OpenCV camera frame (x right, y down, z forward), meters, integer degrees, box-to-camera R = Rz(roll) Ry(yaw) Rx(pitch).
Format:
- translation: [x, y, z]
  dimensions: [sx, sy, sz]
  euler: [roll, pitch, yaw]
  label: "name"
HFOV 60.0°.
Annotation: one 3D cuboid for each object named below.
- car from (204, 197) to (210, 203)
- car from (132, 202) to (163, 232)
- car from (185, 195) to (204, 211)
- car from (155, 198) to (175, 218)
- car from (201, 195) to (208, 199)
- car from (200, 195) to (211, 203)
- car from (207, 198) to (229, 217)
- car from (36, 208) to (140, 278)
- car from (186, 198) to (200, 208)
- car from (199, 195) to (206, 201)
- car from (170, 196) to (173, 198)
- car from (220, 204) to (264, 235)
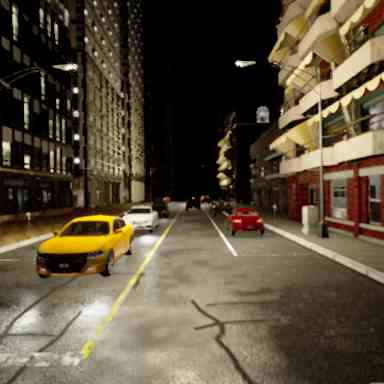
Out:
- translation: [2.747, 1.514, 36.493]
  dimensions: [2.008, 1.369, 4.403]
  euler: [-1, 0, 0]
  label: "car"
- translation: [-3.079, 1.577, 20.311]
  dimensions: [1.812, 1.442, 4.674]
  euler: [-1, 0, 0]
  label: "car"
- translation: [0.162, 1.525, 40.688]
  dimensions: [1.837, 1.490, 4.892]
  euler: [-1, 0, 0]
  label: "car"
- translation: [-3.047, 1.615, 30.951]
  dimensions: [2.033, 1.411, 5.357]
  euler: [-1, 0, 0]
  label: "car"
- translation: [2.805, 1.596, 64.736]
  dimensions: [1.802, 1.307, 4.206]
  euler: [-1, 0, 0]
  label: "car"
- translation: [2.813, 1.466, 70.385]
  dimensions: [1.967, 1.590, 4.097]
  euler: [-1, 0, 0]
  label: "car"
- translation: [2.735, 1.505, 30.845]
  dimensions: [2.008, 1.369, 4.403]
  euler: [-1, 0, 0]
  label: "car"
- translation: [-3.100, 1.515, 10.552]
  dimensions: [1.882, 1.535, 5.008]
  euler: [-1, 0, 0]
  label: "car"
- translation: [0.173, 1.603, 51.187]
  dimensions: [1.994, 1.385, 4.181]
  euler: [-1, 0, 0]
  label: "car"
- translation: [2.862, 1.601, 93.148]
  dimensions: [1.752, 1.417, 4.829]
  euler: [-1, 0, 0]
  label: "car"
- translation: [-5.563, 1.735, 70.401]
  dimensions: [1.887, 1.381, 4.507]
  euler: [-1, 0, 0]
  label: "car"
- translation: [2.759, 1.515, 17.927]
  dimensions: [1.802, 1.307, 4.206]
  euler: [-1, 0, 0]
  label: "car"
